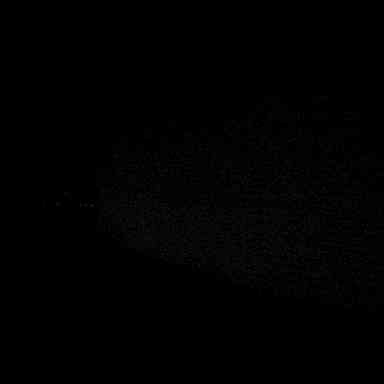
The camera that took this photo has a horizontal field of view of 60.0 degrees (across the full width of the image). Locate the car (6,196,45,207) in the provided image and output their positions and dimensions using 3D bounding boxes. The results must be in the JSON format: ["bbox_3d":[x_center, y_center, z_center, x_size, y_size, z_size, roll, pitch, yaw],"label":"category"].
[{"bbox_3d":[-23.012,1.276,46.245,2.128,1.511,4.902,1,0,16],"label":"car"}]

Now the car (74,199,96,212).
[{"bbox_3d":[-10.639,1.453,37.395,2.033,1.411,5.357,1,0,12],"label":"car"}]

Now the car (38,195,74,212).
[{"bbox_3d":[-14.264,1.220,36.447,2.097,1.767,4.553,1,0,10],"label":"car"}]

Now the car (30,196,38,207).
[{"bbox_3d":[-19.410,1.298,46.119,1.882,1.535,5.008,1,0,17],"label":"car"}]
